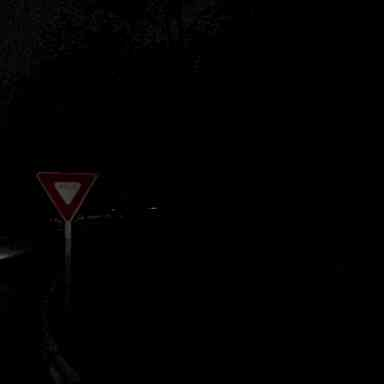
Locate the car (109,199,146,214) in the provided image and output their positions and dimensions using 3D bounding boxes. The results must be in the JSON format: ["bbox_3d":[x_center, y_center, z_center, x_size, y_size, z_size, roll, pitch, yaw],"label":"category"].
[{"bbox_3d":[-6.733,1.507,35.553,2.128,1.511,4.902,0,0,28],"label":"car"}]
